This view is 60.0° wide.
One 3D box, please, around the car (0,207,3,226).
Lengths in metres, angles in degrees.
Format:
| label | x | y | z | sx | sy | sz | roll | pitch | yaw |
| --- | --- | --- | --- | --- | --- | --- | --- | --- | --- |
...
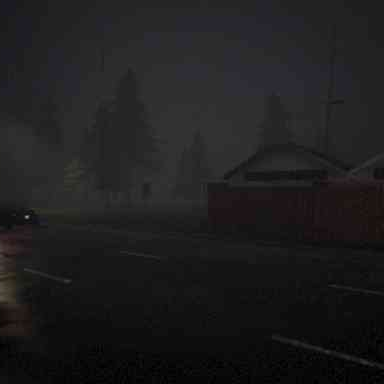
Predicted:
| label | x | y | z | sx | sy | sz | roll | pitch | yaw |
| --- | --- | --- | --- | --- | --- | --- | --- | --- | --- |
| car | -11.681 | 1.474 | 16.629 | 4.718 | 1.301 | 1.895 | 0 | 0 | 36 |

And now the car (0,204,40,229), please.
| label | x | y | z | sx | sy | sz | roll | pitch | yaw |
| --- | --- | --- | --- | --- | --- | --- | --- | --- | --- |
| car | -11.306 | 1.424 | 20.660 | 4.181 | 1.385 | 1.994 | 0 | 0 | 36 |
